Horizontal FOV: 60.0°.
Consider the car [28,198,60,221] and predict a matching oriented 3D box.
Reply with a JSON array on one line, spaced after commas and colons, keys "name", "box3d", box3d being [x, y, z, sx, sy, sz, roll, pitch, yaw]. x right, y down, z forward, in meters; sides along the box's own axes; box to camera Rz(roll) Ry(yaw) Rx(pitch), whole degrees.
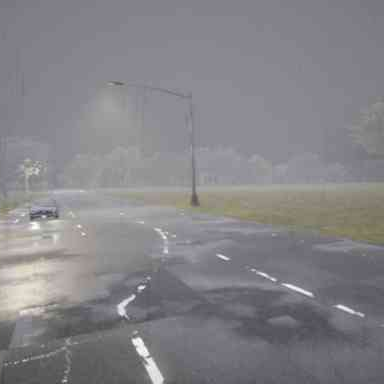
[{"name": "car", "box3d": [-10.758, 1.182, 24.298, 2.033, 1.411, 5.357, -3, 2, -22]}]
